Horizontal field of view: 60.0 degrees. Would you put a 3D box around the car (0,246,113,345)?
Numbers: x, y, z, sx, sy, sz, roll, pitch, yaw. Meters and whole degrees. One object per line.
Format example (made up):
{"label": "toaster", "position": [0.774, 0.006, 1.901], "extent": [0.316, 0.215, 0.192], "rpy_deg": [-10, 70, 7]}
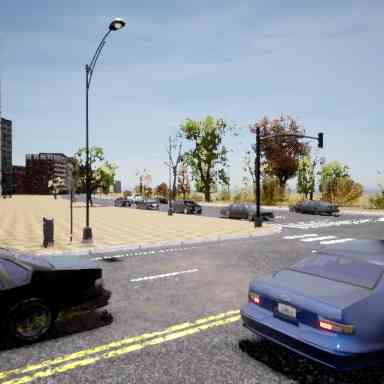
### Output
{"label": "car", "position": [-3.954, 1.548, 4.848], "extent": [5.357, 1.411, 2.033], "rpy_deg": [0, 0, -35]}

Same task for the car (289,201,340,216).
{"label": "car", "position": [12.258, 1.570, 33.604], "extent": [2.033, 1.411, 5.357], "rpy_deg": [0, 0, -25]}

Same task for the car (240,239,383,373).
{"label": "car", "position": [3.283, 1.547, 5.640], "extent": [5.357, 1.411, 2.033], "rpy_deg": [0, 0, -34]}

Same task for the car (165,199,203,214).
{"label": "car", "position": [-0.694, 1.585, 36.435], "extent": [1.837, 1.490, 4.892], "rpy_deg": [0, 0, -32]}

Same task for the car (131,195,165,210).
{"label": "car", "position": [-6.073, 1.594, 45.268], "extent": [2.128, 1.511, 4.902], "rpy_deg": [0, 0, -31]}

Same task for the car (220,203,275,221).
{"label": "car", "position": [4.483, 1.604, 28.025], "extent": [2.033, 1.411, 5.357], "rpy_deg": [0, 0, -31]}

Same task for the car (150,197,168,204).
{"label": "car", "position": [-6.591, 1.662, 65.861], "extent": [1.994, 1.385, 4.181], "rpy_deg": [0, 0, -29]}

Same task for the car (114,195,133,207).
{"label": "car", "position": [-11.310, 1.627, 54.190], "extent": [1.837, 1.490, 4.892], "rpy_deg": [0, 0, -30]}
